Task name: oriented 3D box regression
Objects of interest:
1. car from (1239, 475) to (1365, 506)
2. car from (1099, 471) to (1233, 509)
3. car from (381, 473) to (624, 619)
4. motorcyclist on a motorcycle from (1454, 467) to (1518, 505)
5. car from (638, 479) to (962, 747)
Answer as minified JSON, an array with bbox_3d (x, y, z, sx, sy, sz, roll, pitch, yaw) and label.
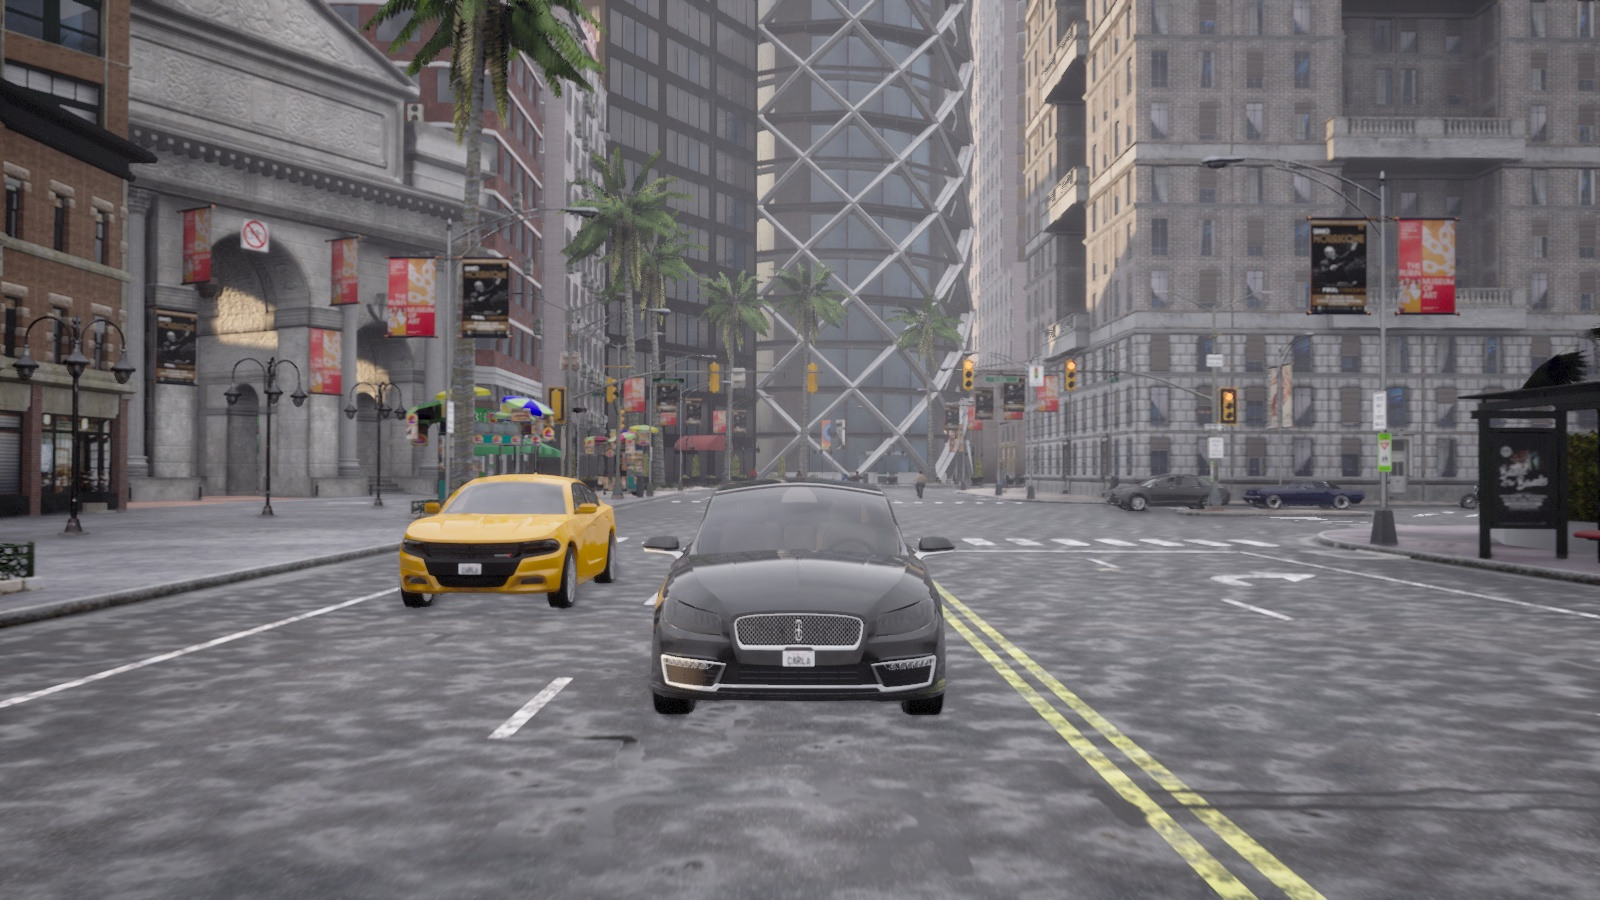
[{"bbox_3d":[21.742,1.749,54.500,4.718,1.301,1.895,0,-1,0],"label":"car"},{"bbox_3d":[14.799,1.620,50.919,4.892,1.490,1.837,0,-1,-1],"label":"car"},{"bbox_3d":[-3.506,1.074,15.842,1.882,1.535,5.008,0,-1,0],"label":"car"},{"bbox_3d":[29.807,1.567,54.586,2.350,1.649,0.766,0,-1,-1],"label":"motorcyclist on a motorcycle"},{"bbox_3d":[-0.002,0.982,9.593,1.837,1.490,4.892,0,-1,0],"label":"car"}]
